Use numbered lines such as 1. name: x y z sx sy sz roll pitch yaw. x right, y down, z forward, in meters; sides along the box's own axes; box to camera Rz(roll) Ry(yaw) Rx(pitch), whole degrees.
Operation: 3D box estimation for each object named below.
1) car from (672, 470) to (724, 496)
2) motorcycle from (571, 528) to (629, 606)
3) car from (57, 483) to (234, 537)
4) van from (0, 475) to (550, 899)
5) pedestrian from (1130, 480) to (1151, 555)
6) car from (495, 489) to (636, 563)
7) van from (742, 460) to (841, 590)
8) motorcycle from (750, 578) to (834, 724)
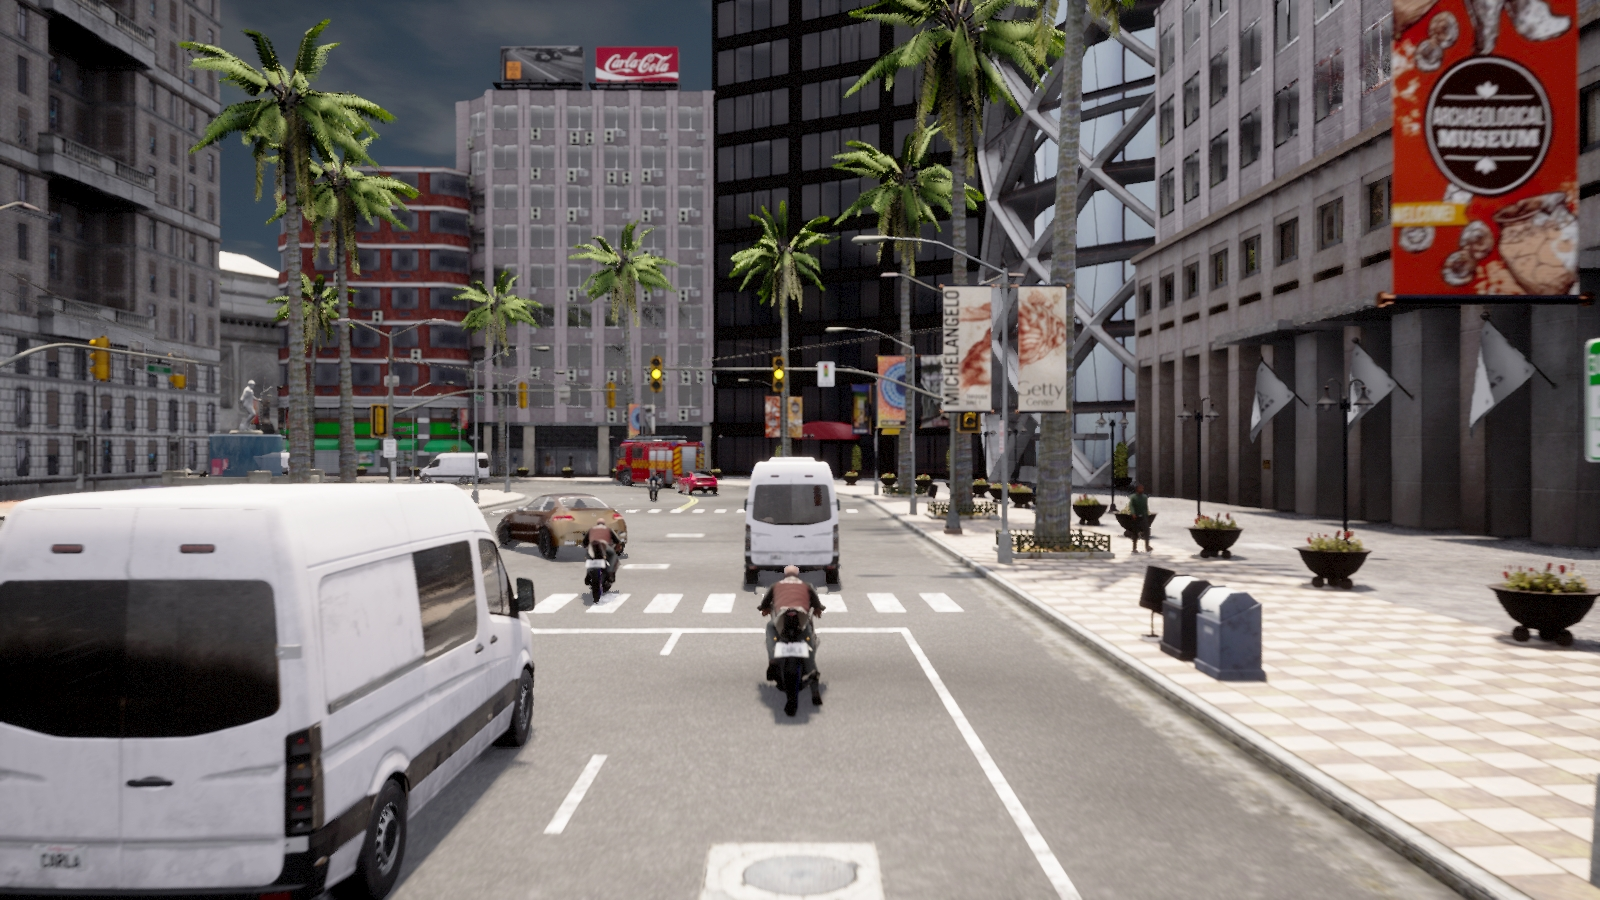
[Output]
1. car: -6.516 2.055 72.244 2.231 1.480 4.892 0 0 -18
2. motorcycle: -3.801 2.203 21.869 0.867 1.251 2.209 -1 0 -5
3. car: -21.625 1.965 37.885 4.611 1.667 2.242 0 0 3
4. van: -3.572 1.533 8.919 1.988 2.561 5.915 0 0 0
5. pedestrian: 8.566 1.694 28.751 0.375 1.860 0.375 0 0 -7
6. car: -6.512 1.989 31.243 2.152 1.651 5.027 0 0 -32
7. van: -0.187 1.532 25.879 1.988 2.561 5.915 0 0 0
8. motorcycle: -0.094 2.204 12.930 0.867 1.251 2.209 0 0 0
